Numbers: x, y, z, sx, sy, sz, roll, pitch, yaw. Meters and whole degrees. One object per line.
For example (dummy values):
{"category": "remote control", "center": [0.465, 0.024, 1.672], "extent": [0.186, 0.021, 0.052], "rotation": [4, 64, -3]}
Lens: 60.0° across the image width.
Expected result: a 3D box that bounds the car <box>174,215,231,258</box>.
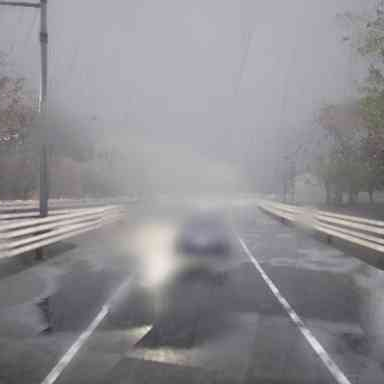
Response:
{"category": "car", "center": [0.447, 1.565, 12.798], "extent": [1.994, 1.385, 4.181], "rotation": [0, 0, 4]}
